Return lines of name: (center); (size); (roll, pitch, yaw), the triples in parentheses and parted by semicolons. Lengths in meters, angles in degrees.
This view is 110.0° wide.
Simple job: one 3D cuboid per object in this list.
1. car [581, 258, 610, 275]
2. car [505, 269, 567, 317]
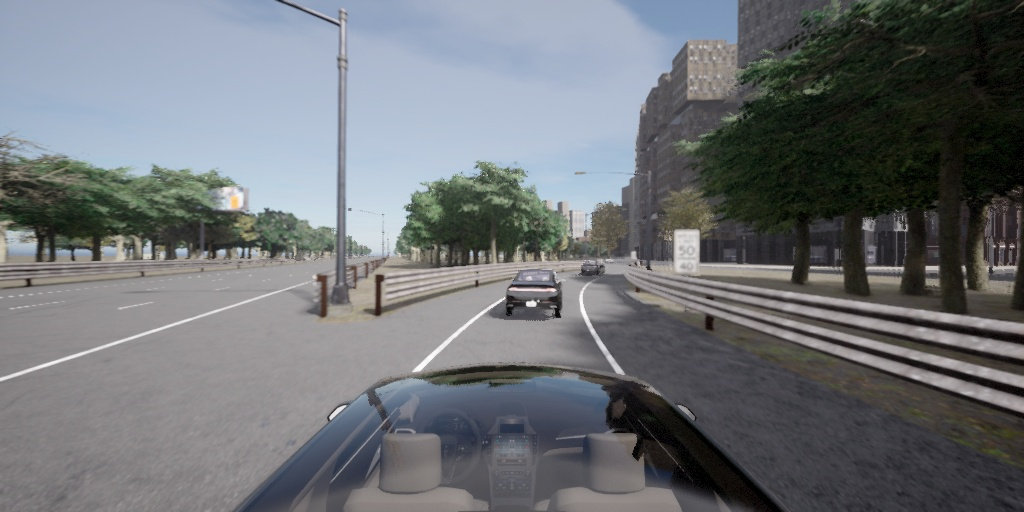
car: (8.746, 1.257, 38.526); (2.128, 1.511, 4.902); (0, 0, 25)
car: (0.953, 1.240, 13.257); (2.128, 1.511, 4.902); (0, 0, 9)
